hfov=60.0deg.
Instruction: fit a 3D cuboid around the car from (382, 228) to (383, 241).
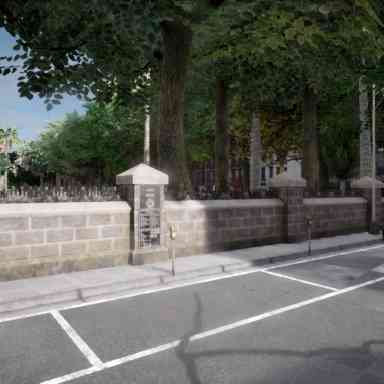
[{"bbox_3d":[9.787,1.310,13.521,5.009,1.841,2.192,0,0,-36],"label":"car"}]
